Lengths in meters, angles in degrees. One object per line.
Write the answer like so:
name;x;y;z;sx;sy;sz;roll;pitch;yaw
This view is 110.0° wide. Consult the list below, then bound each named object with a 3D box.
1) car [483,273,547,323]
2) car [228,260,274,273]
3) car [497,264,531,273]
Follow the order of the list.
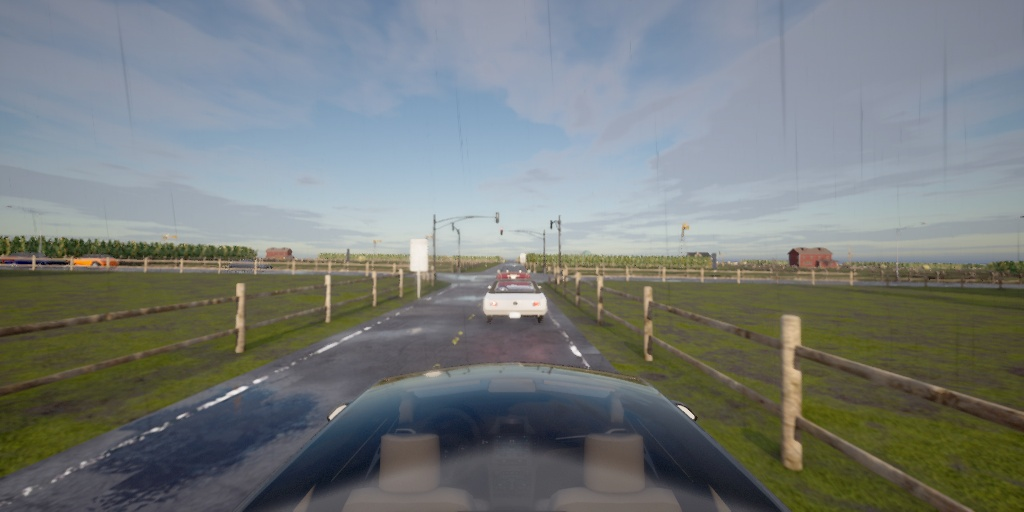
car;0.093;1.446;12.627;1.895;1.301;4.718;0;-1;0
car;-29.059;1.133;39.960;4.181;1.385;1.994;1;-1;0
car;0.115;1.284;22.422;2.097;1.767;4.553;0;-1;1
